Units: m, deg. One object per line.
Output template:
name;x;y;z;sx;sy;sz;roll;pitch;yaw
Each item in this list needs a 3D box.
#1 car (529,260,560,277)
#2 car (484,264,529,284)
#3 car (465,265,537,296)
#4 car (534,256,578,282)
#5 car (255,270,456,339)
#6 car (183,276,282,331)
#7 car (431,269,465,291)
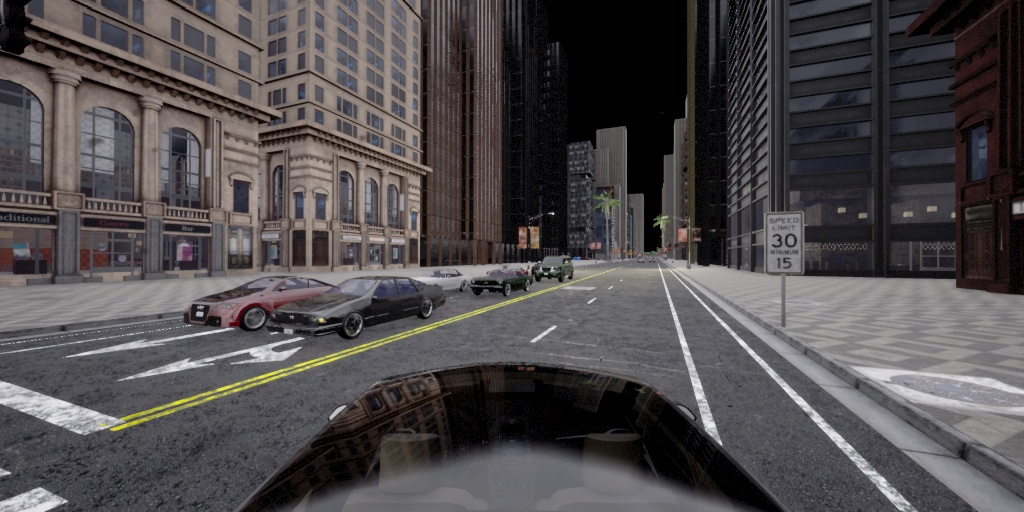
car;3.538;1.250;37.897;1.882;1.535;5.008;0;0;22
car;-0.304;1.364;28.442;1.895;1.301;4.718;0;0;22
car;-0.439;1.357;19.394;1.895;1.301;4.718;0;0;22
car;3.555;0.986;29.318;2.150;2.045;5.566;0;0;22
car;-4.016;1.299;10.497;2.033;1.411;5.357;0;0;22
car;-7.285;1.315;11.069;1.994;1.385;4.181;0;0;22
car;-4.021;1.356;19.200;1.895;1.301;4.718;0;0;22
